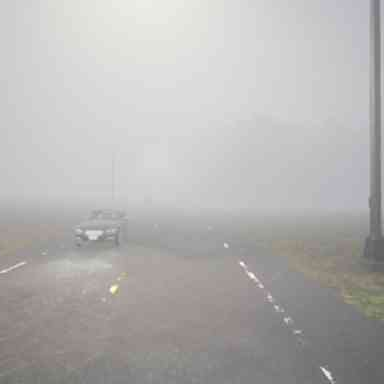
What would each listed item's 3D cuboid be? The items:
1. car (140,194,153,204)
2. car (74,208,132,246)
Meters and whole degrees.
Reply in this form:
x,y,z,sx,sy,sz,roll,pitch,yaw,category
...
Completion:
x,y,z,sx,sy,sz,roll,pitch,yaw,category
-7.834,1.118,57.404,2.097,1.767,4.553,0,1,-8,car
-3.983,1.541,15.519,2.128,1.511,4.902,0,0,-3,car
